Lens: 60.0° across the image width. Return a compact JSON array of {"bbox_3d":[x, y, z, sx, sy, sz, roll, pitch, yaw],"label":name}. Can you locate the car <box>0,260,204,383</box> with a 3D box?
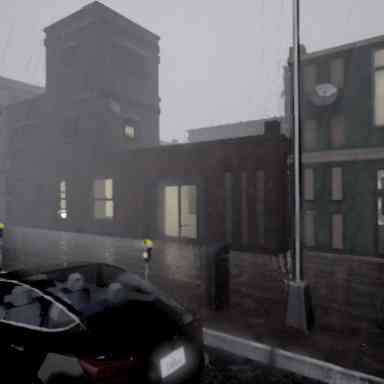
[{"bbox_3d":[-1.863,1.568,4.212,4.313,1.339,1.947,0,-1,36],"label":"car"}]
